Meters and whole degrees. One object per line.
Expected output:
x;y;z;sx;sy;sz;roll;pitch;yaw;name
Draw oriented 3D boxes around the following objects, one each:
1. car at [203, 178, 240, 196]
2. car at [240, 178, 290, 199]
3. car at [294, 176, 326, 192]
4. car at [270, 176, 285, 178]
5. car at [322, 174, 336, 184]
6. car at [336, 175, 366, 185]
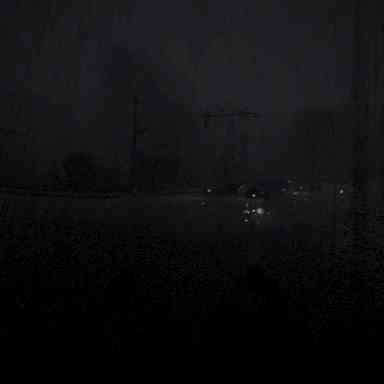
2.875;-0.491;30.016;2.128;1.511;4.902;5;6;35;car
6.605;-0.238;29.351;2.033;1.411;5.357;5;6;35;car
13.225;-0.782;37.783;1.994;1.385;4.181;6;7;40;car
9.872;-1.056;39.211;1.837;1.490;4.892;6;7;40;car
20.899;-2.077;50.762;5.357;1.411;2.033;-6;8;-43;car
23.652;-1.828;48.538;5.357;1.411;2.033;-6;9;-43;car
